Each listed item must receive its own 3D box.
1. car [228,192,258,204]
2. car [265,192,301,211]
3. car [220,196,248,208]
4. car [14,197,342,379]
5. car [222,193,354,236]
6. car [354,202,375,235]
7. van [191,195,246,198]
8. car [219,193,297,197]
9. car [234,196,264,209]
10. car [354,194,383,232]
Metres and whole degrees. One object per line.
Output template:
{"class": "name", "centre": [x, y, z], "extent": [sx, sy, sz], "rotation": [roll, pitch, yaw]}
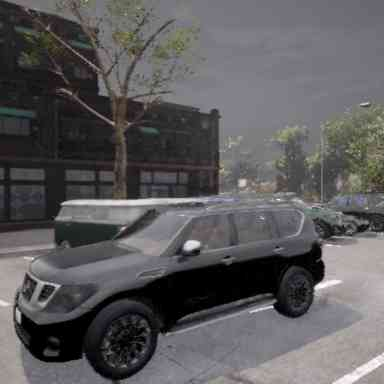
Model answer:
{"class": "car", "centre": [9.156, 1.119, 59.955], "extent": [2.150, 2.045, 5.566], "rotation": [0, 0, -34]}
{"class": "car", "centre": [11.093, 1.119, 40.199], "extent": [2.435, 2.045, 5.566], "rotation": [0, 1, 36]}
{"class": "car", "centre": [6.053, 1.412, 47.697], "extent": [2.002, 1.452, 4.674], "rotation": [-1, 1, 36]}
{"class": "car", "centre": [0.034, 1.210, 5.855], "extent": [5.566, 2.045, 2.150], "rotation": [0, 0, -35]}
{"class": "car", "centre": [4.504, 1.188, 16.245], "extent": [5.566, 2.045, 2.435], "rotation": [-1, -1, 35]}
{"class": "car", "centre": [6.920, 1.457, 17.968], "extent": [4.792, 1.488, 2.163], "rotation": [-1, -1, 34]}
{"class": "van", "centre": [-0.444, 1.238, 12.889], "extent": [4.442, 1.987, 1.878], "rotation": [-1, 0, 35]}
{"class": "car", "centre": [2.091, 1.199, 14.531], "extent": [5.566, 2.045, 2.435], "rotation": [-1, -1, 35]}
{"class": "car", "centre": [7.847, 1.365, 45.359], "extent": [1.946, 1.575, 5.366], "rotation": [-1, 0, 36]}
{"class": "car", "centre": [9.273, 1.166, 19.692], "extent": [5.566, 2.045, 2.435], "rotation": [-1, 0, 35]}
